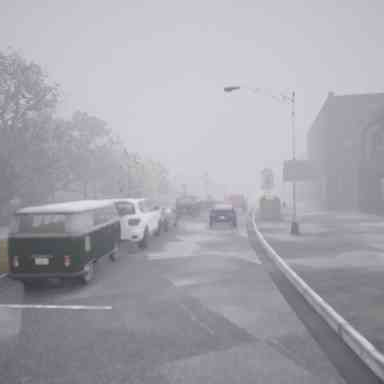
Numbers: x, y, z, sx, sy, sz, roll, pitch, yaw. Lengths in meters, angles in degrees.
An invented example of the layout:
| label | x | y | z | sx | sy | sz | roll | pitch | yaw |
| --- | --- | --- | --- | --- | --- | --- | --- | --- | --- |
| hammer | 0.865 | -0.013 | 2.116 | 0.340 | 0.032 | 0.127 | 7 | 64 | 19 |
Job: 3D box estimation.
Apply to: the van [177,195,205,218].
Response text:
| label | x | y | z | sx | sy | sz | roll | pitch | yaw |
| --- | --- | --- | --- | --- | --- | --- | --- | --- | --- |
| van | -0.262 | 1.372 | 31.804 | 1.878 | 1.987 | 4.442 | -1 | 1 | 10 |

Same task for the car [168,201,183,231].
| label | x | y | z | sx | sy | sz | roll | pitch | yaw |
| --- | --- | --- | --- | --- | --- | --- | --- | --- | --- |
| car | -2.117 | 1.598 | 20.703 | 2.002 | 1.452 | 4.674 | -1 | 1 | 8 |

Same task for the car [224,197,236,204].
| label | x | y | z | sx | sy | sz | roll | pitch | yaw |
| --- | --- | --- | --- | --- | --- | --- | --- | --- | --- |
| car | 7.987 | 1.766 | 69.543 | 2.002 | 1.452 | 4.674 | -1 | 0 | 13 |

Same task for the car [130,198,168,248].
| label | x | y | z | sx | sy | sz | roll | pitch | yaw |
| --- | --- | --- | --- | --- | --- | --- | --- | --- | --- |
| car | -2.818 | 1.282 | 15.187 | 2.435 | 2.045 | 5.566 | -1 | 1 | 4 |

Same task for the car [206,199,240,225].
| label | x | y | z | sx | sy | sz | roll | pitch | yaw |
| --- | --- | --- | --- | --- | --- | --- | --- | --- | --- |
| car | 2.403 | 1.559 | 24.706 | 1.882 | 1.535 | 5.008 | 0 | 0 | 9 |

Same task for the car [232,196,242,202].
| label | x | y | z | sx | sy | sz | roll | pitch | yaw |
| --- | --- | --- | --- | --- | --- | --- | --- | --- | --- |
| car | 11.602 | 1.761 | 85.774 | 2.097 | 1.535 | 5.008 | 0 | 0 | 15 |

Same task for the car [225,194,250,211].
| label | x | y | z | sx | sy | sz | roll | pitch | yaw |
| --- | --- | --- | --- | --- | --- | --- | --- | --- | --- |
| car | 5.872 | 1.355 | 42.641 | 2.150 | 2.045 | 5.566 | 0 | 0 | 12 |

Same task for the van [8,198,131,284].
| label | x | y | z | sx | sy | sz | roll | pitch | yaw |
| --- | --- | --- | --- | --- | --- | --- | --- | --- | --- |
| van | -3.316 | 1.281 | 9.706 | 1.878 | 1.987 | 4.442 | -1 | 1 | 2 |

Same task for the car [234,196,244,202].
| label | x | y | z | sx | sy | sz | roll | pitch | yaw |
| --- | --- | --- | --- | --- | --- | --- | --- | --- | --- |
| car | 12.808 | 1.793 | 91.190 | 2.097 | 1.535 | 5.008 | 0 | 0 | 15 |

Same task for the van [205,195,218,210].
| label | x | y | z | sx | sy | sz | roll | pitch | yaw |
| --- | --- | --- | --- | --- | --- | --- | --- | --- | --- |
| van | 1.752 | 1.402 | 41.550 | 1.878 | 1.987 | 4.442 | -1 | 1 | 10 |

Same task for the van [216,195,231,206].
| label | x | y | z | sx | sy | sz | roll | pitch | yaw |
| --- | --- | --- | --- | --- | --- | --- | --- | --- | --- |
| van | 5.606 | 1.472 | 58.834 | 1.878 | 1.987 | 4.442 | 0 | 0 | 15 |

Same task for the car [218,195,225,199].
| label | x | y | z | sx | sy | sz | roll | pitch | yaw |
| --- | --- | --- | --- | --- | --- | --- | --- | --- | --- |
| car | 3.167 | 1.676 | 47.906 | 2.163 | 1.488 | 4.792 | -1 | 1 | 11 |

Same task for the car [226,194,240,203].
| label | x | y | z | sx | sy | sz | roll | pitch | yaw |
| --- | --- | --- | --- | --- | --- | --- | --- | --- | --- |
| car | 9.451 | 1.507 | 76.128 | 2.435 | 2.045 | 5.566 | -1 | 0 | 13 |
